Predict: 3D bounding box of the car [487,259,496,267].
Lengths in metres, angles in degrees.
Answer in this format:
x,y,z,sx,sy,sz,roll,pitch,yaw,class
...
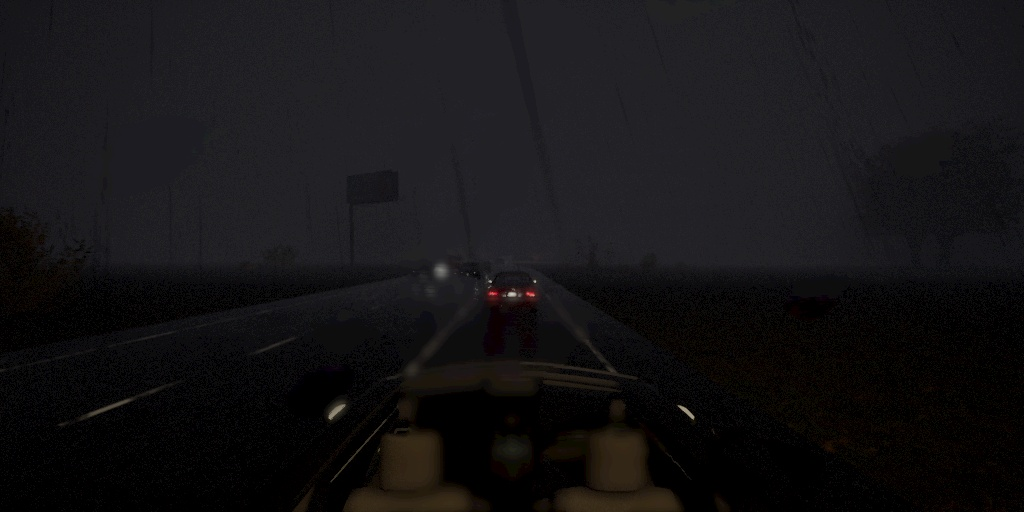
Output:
x,y,z,sx,sy,sz,roll,pitch,yaw,class
-3.400,1.221,43.462,2.128,1.511,4.902,0,0,0,car

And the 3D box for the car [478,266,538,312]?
x,y,z,sx,sy,sz,roll,pitch,yaw,class
0.027,1.296,14.148,2.033,1.411,5.357,0,0,0,car

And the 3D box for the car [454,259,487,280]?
x,y,z,sx,sy,sz,roll,pitch,yaw,class
-3.432,1.239,30.705,1.837,1.490,4.892,0,0,0,car

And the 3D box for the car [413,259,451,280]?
x,y,z,sx,sy,sz,roll,pitch,yaw,class
-6.931,1.268,30.878,2.033,1.411,5.357,0,0,0,car

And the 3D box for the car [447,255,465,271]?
x,y,z,sx,sy,sz,roll,pitch,yaw,class
-6.896,0.925,43.627,2.150,2.045,5.566,0,0,0,car
